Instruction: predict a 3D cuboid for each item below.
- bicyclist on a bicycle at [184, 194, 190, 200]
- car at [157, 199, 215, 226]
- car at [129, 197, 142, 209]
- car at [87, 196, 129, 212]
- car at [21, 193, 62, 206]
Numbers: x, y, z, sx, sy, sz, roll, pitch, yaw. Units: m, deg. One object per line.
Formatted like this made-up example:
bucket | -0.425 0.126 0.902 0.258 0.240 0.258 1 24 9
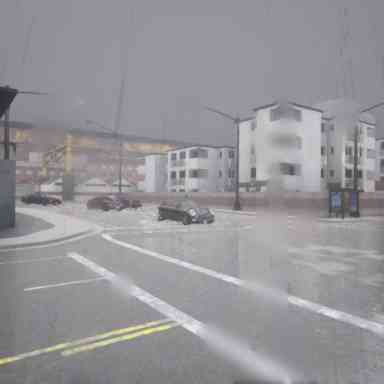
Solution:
bicyclist on a bicycle | -0.657 1.099 40.840 0.582 1.620 1.656 2 0 44
car | -0.475 1.285 22.979 2.097 1.767 4.553 1 1 -37
car | -7.964 1.176 37.448 5.357 1.411 2.033 2 0 41
car | -8.694 1.171 32.956 4.674 1.442 1.812 2 1 43
car | -18.091 0.867 39.792 5.357 1.411 2.033 2 0 27
